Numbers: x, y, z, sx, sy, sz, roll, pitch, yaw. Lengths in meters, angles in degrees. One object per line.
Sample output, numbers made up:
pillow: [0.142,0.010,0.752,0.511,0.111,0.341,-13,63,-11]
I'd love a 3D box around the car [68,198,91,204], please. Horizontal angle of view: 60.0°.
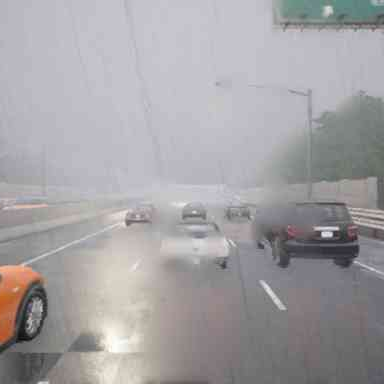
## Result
car: [-17.235,1.620,52.284,1.895,1.301,4.718,0,0,1]

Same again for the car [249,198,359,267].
car: [3.617,1.228,11.565,2.150,2.045,5.566,0,0,0]

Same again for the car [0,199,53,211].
car: [-14.008,1.361,28.054,2.097,1.767,4.553,0,0,0]

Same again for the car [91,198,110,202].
car: [-13.749,1.584,51.756,1.994,1.385,4.181,0,0,1]

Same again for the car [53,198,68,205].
car: [-20.737,1.583,52.015,1.994,1.385,4.181,0,0,1]

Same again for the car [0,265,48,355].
car: [-3.412,1.354,3.631,2.097,1.767,4.553,0,0,0]

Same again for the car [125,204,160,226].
car: [-3.343,1.557,23.145,2.033,1.411,5.357,0,0,0]

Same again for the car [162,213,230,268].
car: [0.115,1.607,11.218,1.895,1.301,4.718,0,0,0]

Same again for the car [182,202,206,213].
car: [0.189,1.575,28.524,1.994,1.385,4.181,0,0,0]

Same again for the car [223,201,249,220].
car: [3.686,1.503,27.943,2.128,1.511,4.902,0,0,0]
